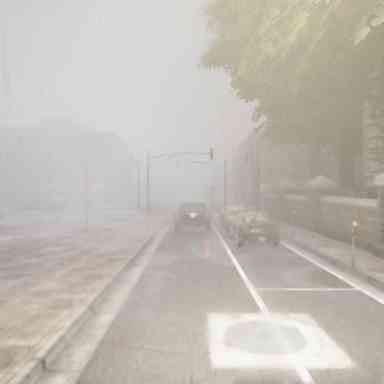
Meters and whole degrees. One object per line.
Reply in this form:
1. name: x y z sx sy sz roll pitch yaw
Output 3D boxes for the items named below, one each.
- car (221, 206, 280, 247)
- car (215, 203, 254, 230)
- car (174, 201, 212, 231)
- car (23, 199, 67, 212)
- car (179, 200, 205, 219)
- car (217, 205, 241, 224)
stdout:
1. car: 2.620 1.521 14.615 2.008 1.369 4.403 -1 0 0
2. car: 2.646 1.512 21.751 2.008 1.369 4.403 -1 0 0
3. car: 0.061 1.315 20.153 2.097 1.767 4.553 0 0 0
4. car: -15.552 1.424 35.224 4.181 1.385 1.994 1 1 0
5. car: 0.003 1.510 29.588 2.033 1.411 5.357 0 0 0
6. car: 2.670 1.489 19.777 1.752 1.417 4.829 -1 0 0
